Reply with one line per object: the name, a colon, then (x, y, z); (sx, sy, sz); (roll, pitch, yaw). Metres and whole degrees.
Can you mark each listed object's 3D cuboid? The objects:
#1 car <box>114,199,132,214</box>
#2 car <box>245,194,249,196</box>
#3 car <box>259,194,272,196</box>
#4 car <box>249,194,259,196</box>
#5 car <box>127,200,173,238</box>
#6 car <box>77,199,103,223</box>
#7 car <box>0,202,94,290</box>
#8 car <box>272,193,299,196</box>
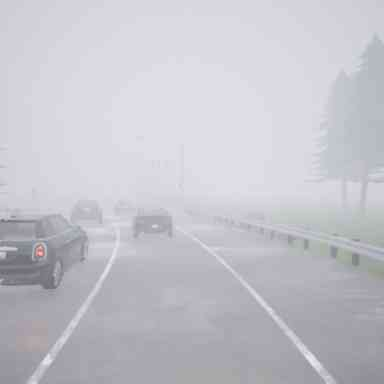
car: (-6.845, 1.409, 33.769); (2.163, 1.488, 4.792); (0, 0, -14)
car: (14.967, 1.253, 88.164); (4.718, 1.301, 1.895); (0, 0, -28)
car: (20.236, 1.201, 83.125); (5.357, 1.411, 2.033); (0, 0, -28)
car: (17.683, 1.183, 85.685); (4.674, 1.442, 1.812); (0, 0, -28)
car: (-2.237, 1.424, 17.653); (1.882, 1.535, 5.008); (0, 0, -13)
car: (-7.793, 1.288, 24.614); (2.097, 1.767, 4.553); (0, 0, -18)
car: (-4.266, 1.333, 9.074); (2.097, 1.767, 4.553); (0, 0, -6)
car: (22.764, 1.202, 80.532); (5.357, 1.411, 2.033); (0, 0, -32)
